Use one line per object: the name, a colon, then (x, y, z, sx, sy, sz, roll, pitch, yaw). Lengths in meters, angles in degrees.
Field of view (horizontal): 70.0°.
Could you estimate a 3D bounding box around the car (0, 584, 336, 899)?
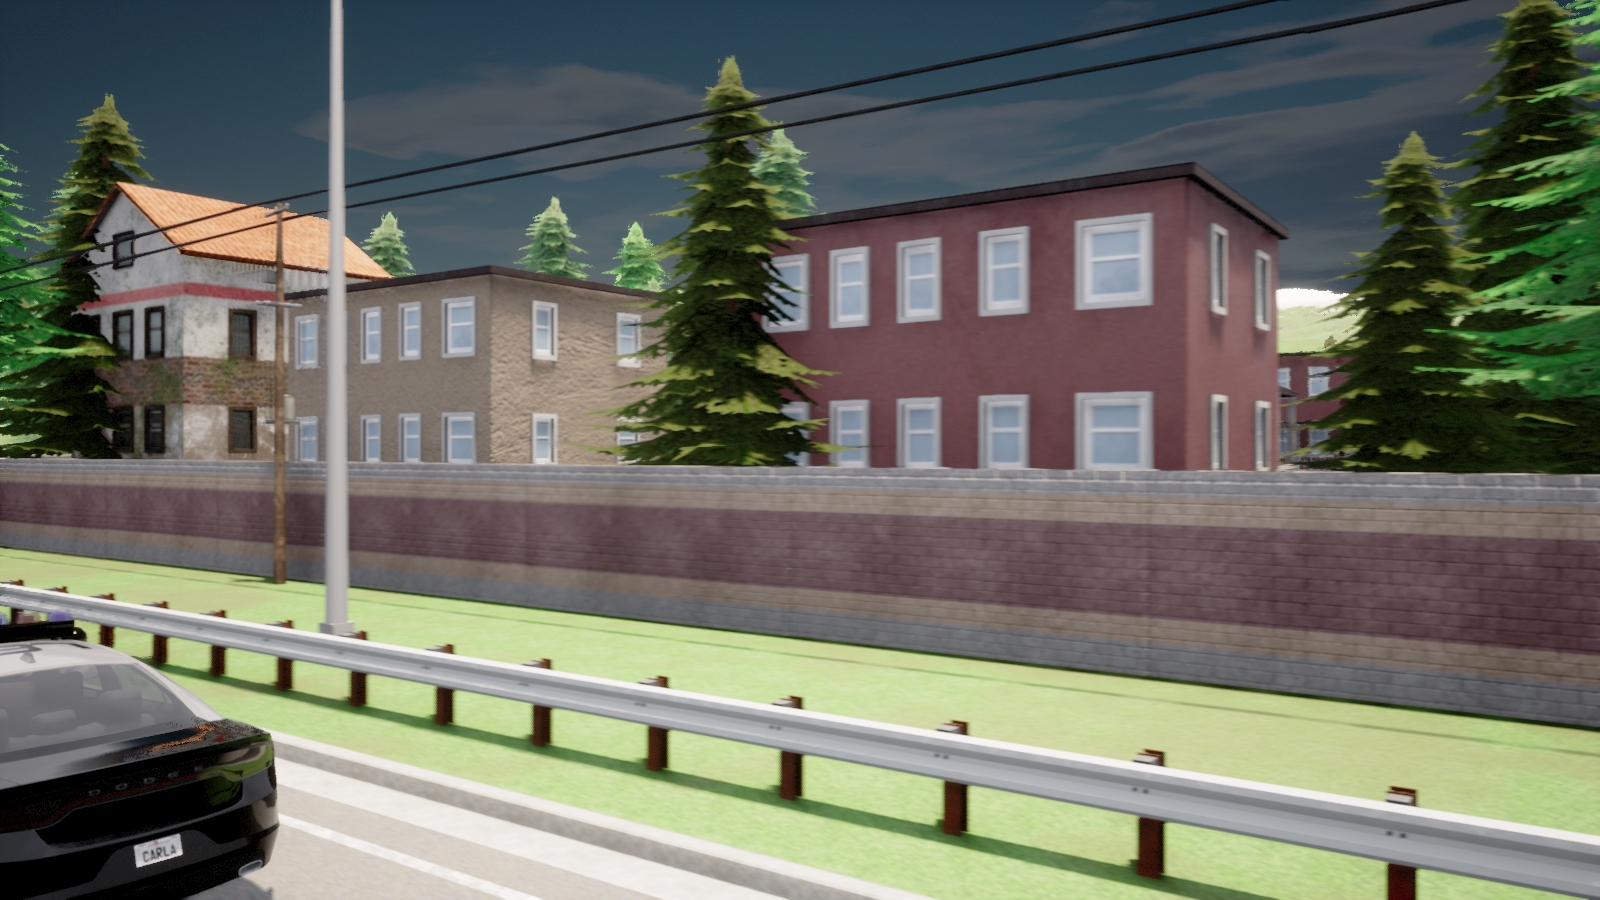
car: (-5.618, 1.982, 7.718, 5.238, 1.638, 2.097, 0, 0, 35)
